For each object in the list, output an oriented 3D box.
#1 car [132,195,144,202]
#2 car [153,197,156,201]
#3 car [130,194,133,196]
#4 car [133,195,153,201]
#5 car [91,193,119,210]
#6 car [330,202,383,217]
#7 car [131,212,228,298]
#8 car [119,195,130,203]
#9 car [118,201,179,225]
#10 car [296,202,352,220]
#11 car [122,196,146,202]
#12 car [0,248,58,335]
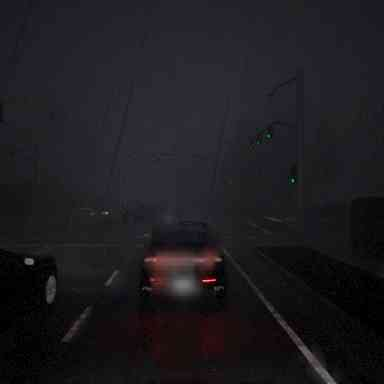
[{"bbox_3d":[-11.859,1.463,73.203,1.882,1.535,5.008,0,0,-1],"label":"car"},{"bbox_3d":[-8.251,1.512,65.047,1.812,1.442,4.674,0,0,-1],"label":"car"},{"bbox_3d":[-11.735,1.339,63.132,2.097,1.767,4.553,0,0,0],"label":"car"},{"bbox_3d":[-8.130,1.552,55.225,1.994,1.385,4.181,0,0,-1],"label":"car"},{"bbox_3d":[-11.446,1.212,43.395,2.150,2.045,5.566,0,0,-2],"label":"car"},{"bbox_3d":[15.459,1.595,30.658,4.718,1.301,1.895,0,0,0],"label":"car"},{"bbox_3d":[-0.247,1.490,8.496,2.128,1.511,4.902,0,0,-2],"label":"car"},{"bbox_3d":[-11.601,1.494,53.222,1.837,1.490,4.892,0,0,-1],"label":"car"},{"bbox_3d":[-2.770,1.559,23.601,4.181,1.385,1.994,0,0,0],"label":"car"},{"bbox_3d":[11.388,1.542,27.192,5.357,1.411,2.033,0,0,0],"label":"car"},{"bbox_3d":[-7.989,1.591,46.459,1.895,1.301,4.718,0,0,-1],"label":"car"},{"bbox_3d":[-3.613,1.477,4.830,1.882,1.535,5.008,0,0,-2],"label":"car"}]
